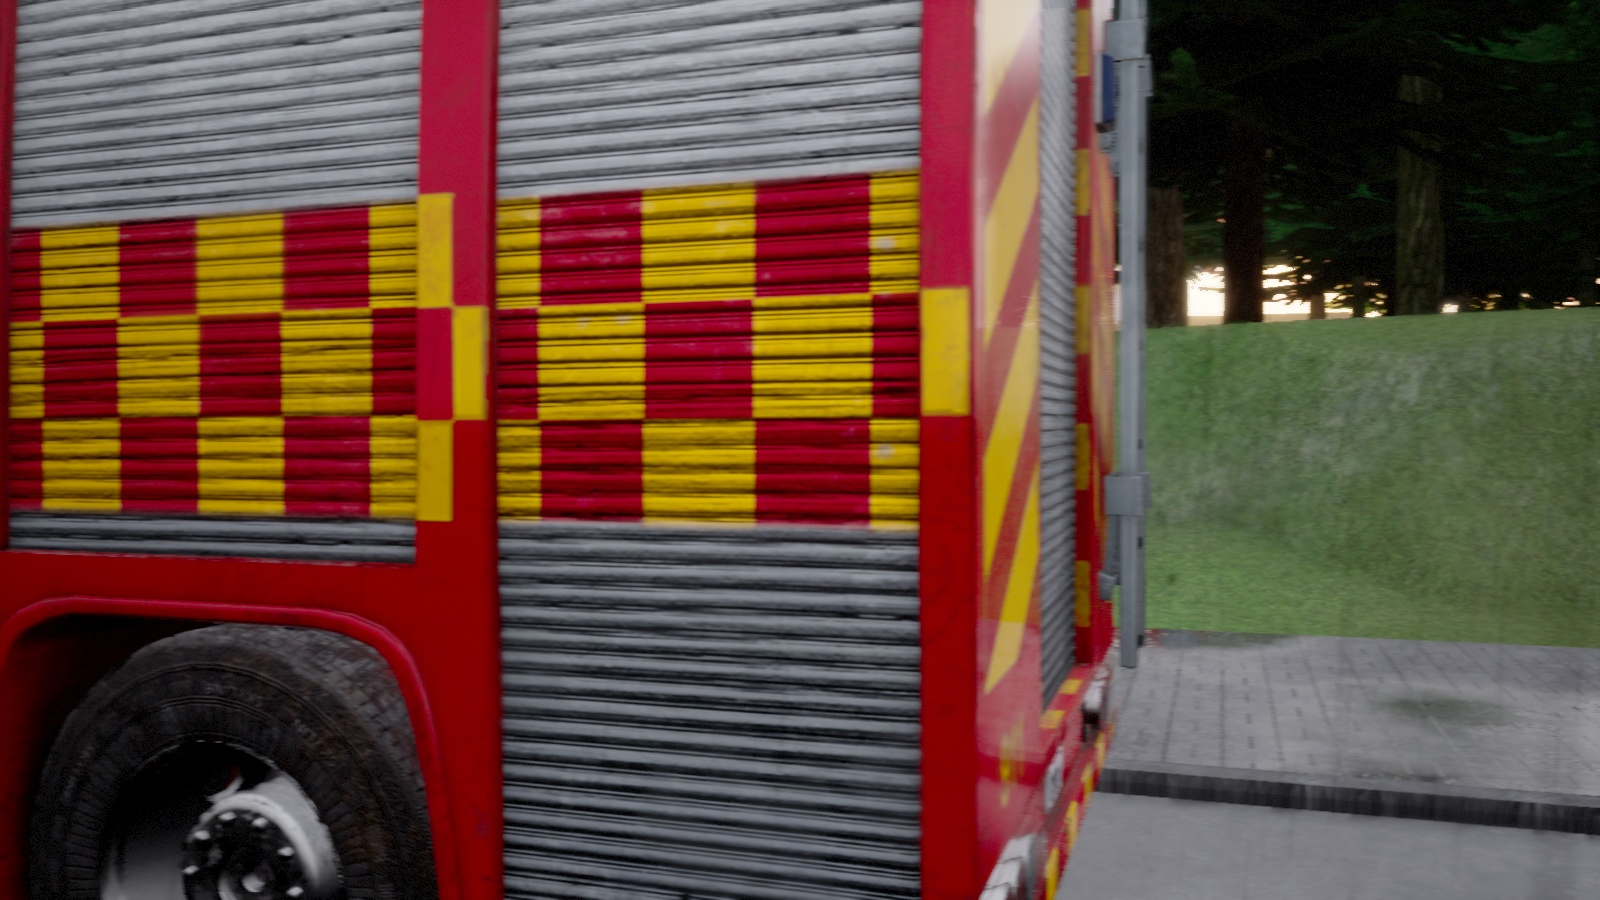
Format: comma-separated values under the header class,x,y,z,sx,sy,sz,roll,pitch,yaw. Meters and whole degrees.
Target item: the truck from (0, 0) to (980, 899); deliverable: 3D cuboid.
class,x,y,z,sx,sy,sz,roll,pitch,yaw
truck,-3.768,-0.432,4.972,8.468,3.827,2.891,1,1,19
